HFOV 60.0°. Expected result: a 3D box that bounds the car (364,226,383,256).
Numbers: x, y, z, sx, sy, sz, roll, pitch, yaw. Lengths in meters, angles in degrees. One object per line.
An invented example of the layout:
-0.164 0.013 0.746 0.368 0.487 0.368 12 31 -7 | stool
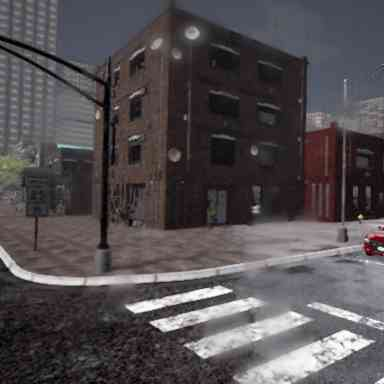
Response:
8.216 1.694 12.493 4.507 1.381 1.887 1 1 -35 | car
